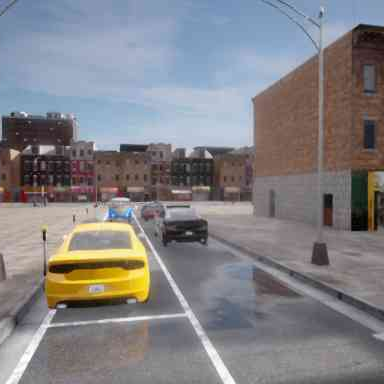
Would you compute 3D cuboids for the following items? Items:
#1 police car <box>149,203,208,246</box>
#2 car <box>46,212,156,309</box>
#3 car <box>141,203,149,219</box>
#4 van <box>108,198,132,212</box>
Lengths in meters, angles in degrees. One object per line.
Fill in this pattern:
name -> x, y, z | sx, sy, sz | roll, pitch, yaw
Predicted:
police car -> -0.662, 1.423, 15.554 | 1.930, 1.638, 5.238 | 0, 0, -12
car -> -2.122, 1.476, 8.023 | 1.882, 1.535, 5.008 | 0, 0, -12
car -> -3.124, 1.566, 27.387 | 1.994, 1.385, 4.181 | 0, 0, -12
van -> -5.313, 1.343, 24.570 | 1.690, 1.788, 3.998 | -1, 0, -12
